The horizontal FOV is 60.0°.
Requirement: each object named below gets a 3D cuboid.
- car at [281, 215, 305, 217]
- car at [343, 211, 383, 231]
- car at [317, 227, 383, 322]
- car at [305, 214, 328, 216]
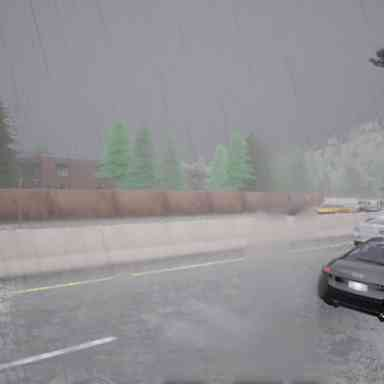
[{"bbox_3d":[9.678,1.815,32.761,5.357,1.411,2.033,1,0,-40],"label":"car"},{"bbox_3d":[8.701,1.678,14.279,4.674,1.442,1.812,1,0,-36],"label":"car"},{"bbox_3d":[4.534,1.640,6.983,4.181,1.385,1.994,1,0,-35],"label":"car"},{"bbox_3d":[12.936,1.762,31.046,5.008,1.535,1.882,1,0,-41],"label":"car"}]
